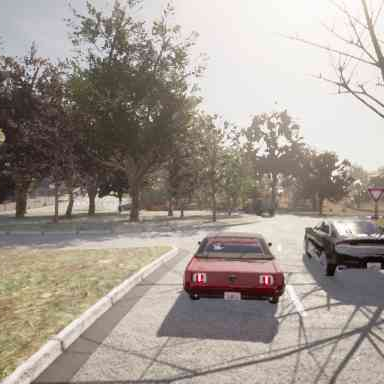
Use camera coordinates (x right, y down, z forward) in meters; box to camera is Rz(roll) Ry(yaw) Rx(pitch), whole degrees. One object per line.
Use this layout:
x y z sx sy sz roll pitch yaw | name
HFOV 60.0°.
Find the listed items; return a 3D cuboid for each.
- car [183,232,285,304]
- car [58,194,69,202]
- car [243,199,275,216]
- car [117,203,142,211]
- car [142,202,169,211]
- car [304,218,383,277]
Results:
1.055 1.638 8.289 1.895 1.301 4.718 0 -1 8 | car
-33.190 1.851 84.911 1.946 1.575 5.366 0 2 -12 | car
8.472 1.958 42.338 2.150 2.045 5.566 0 -2 -14 | car
-10.763 2.629 59.129 4.902 1.511 2.128 0 -1 -1 | car
-5.451 2.404 55.510 4.553 1.767 2.097 -1 -2 24 | car
4.683 1.538 10.187 2.128 1.511 4.902 0 -1 10 | car
